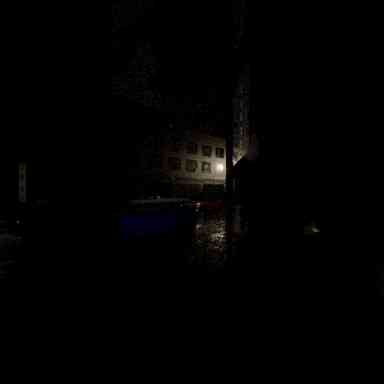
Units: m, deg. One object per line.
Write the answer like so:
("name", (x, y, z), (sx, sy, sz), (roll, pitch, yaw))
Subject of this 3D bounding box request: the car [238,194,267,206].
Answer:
("car", (7.910, 1.027, 43.266), (1.947, 1.339, 4.313), (1, 2, 35))

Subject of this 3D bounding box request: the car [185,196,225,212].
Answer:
("car", (1.401, 1.166, 34.130), (1.947, 1.339, 4.313), (1, 2, 35))

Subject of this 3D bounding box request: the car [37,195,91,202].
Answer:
("car", (-8.360, 1.123, 20.420), (2.192, 1.841, 5.009), (1, 1, 35))

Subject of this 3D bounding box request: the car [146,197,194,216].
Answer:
("car", (-1.853, 1.215, 29.561), (1.887, 1.381, 4.507), (1, 2, 35))

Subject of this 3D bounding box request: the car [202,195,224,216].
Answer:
("car", (0.911, 1.027, 28.856), (2.097, 1.767, 4.553), (0, 1, 36))

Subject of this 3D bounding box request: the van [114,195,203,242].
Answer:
("van", (-1.417, 1.208, 15.475), (1.690, 1.788, 3.998), (1, 1, 35))

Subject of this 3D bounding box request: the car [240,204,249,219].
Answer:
("car", (5.090, 1.280, 24.614), (2.008, 1.369, 4.403), (1, 1, 35))

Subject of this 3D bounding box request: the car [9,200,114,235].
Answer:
("car", (-6.646, 1.383, 18.253), (2.033, 1.411, 5.357), (0, 1, 36))
